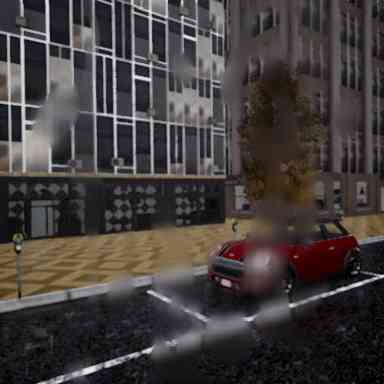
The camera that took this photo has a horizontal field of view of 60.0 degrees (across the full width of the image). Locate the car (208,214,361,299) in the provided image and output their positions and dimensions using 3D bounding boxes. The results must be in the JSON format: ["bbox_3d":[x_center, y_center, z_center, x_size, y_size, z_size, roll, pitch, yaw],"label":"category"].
[{"bbox_3d":[2.345,1.399,8.240,4.097,1.590,1.967,0,0,-35],"label":"car"}]
